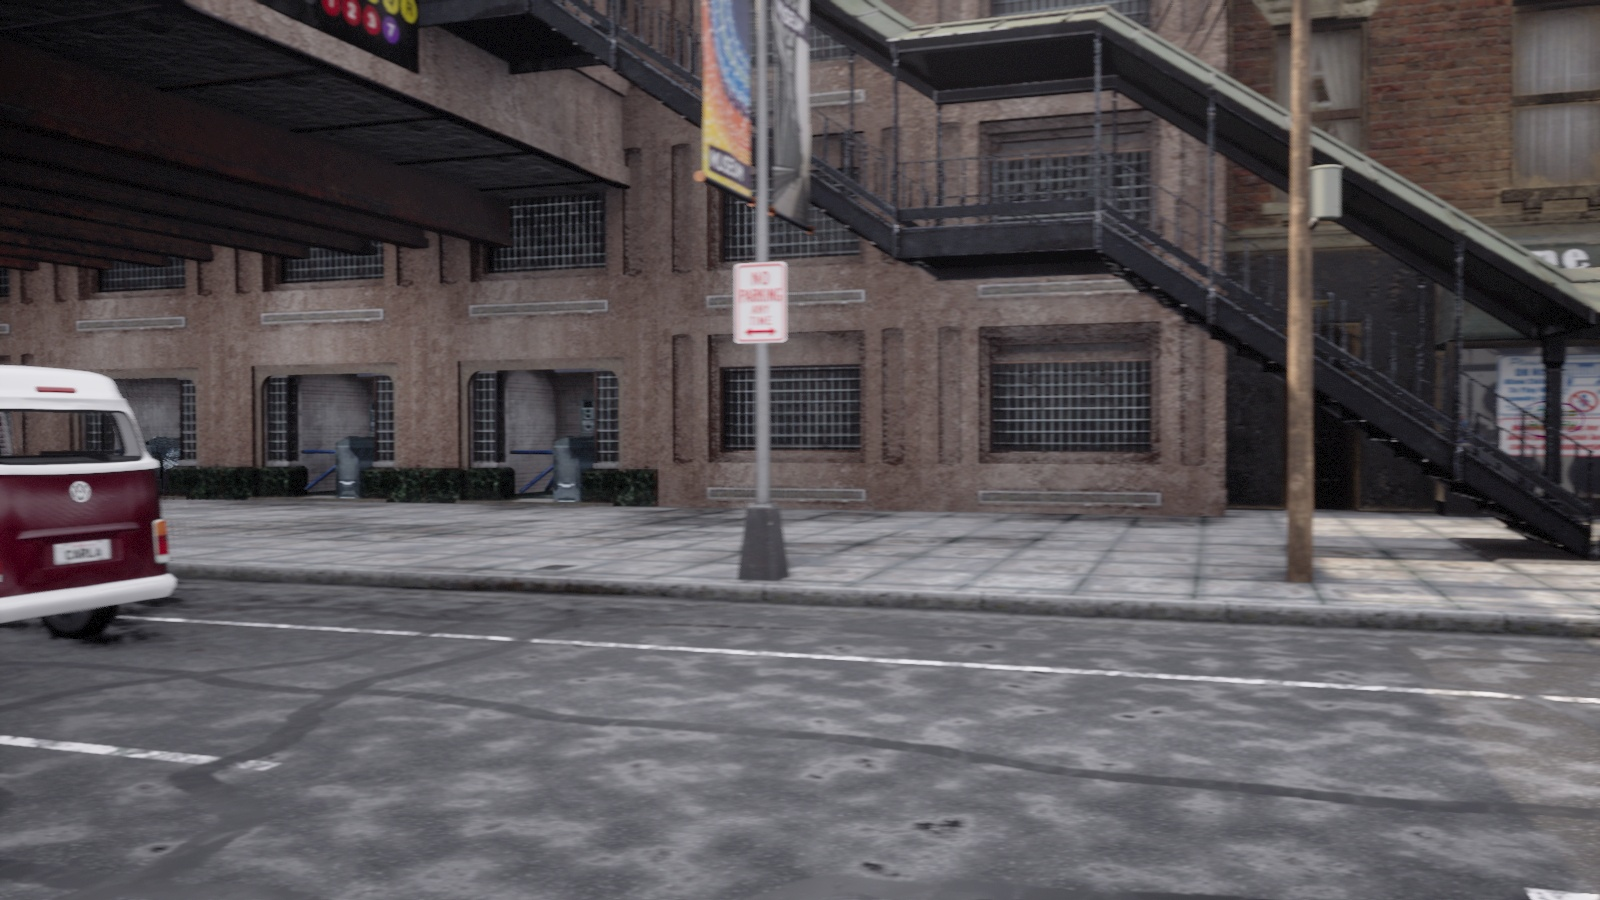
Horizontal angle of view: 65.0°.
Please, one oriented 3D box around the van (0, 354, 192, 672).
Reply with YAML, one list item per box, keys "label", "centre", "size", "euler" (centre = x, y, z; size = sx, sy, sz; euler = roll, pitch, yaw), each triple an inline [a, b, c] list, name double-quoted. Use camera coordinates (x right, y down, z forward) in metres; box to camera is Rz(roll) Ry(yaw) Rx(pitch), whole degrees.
- label: "van"
  centre: [-7.075, 0.375, 9.273]
  size: [4.480, 2.038, 2.069]
  euler: [1, 1, 19]
